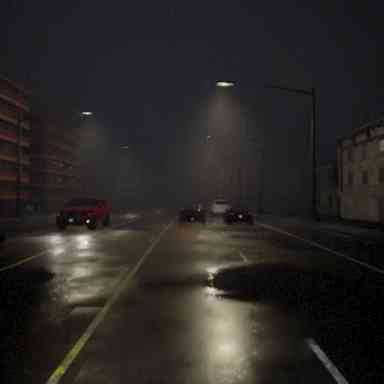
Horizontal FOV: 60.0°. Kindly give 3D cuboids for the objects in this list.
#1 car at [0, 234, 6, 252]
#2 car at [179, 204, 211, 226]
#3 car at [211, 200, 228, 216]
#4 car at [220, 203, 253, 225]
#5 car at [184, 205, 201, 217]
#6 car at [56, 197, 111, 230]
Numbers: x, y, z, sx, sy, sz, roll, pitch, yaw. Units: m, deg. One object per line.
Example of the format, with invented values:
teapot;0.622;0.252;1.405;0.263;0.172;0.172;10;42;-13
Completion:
car;-7.035;1.567;8.660;1.895;1.301;4.718;0;0;1
car;0.055;1.681;24.726;2.128;1.511;4.902;0;-1;0
car;3.591;2.072;42.622;2.150;2.045;5.566;0;-3;0
car;3.562;1.799;26.335;1.994;1.385;4.181;0;-2;0
car;0.089;2.413;42.506;1.994;1.385;4.181;0;-2;0
car;-7.009;1.350;22.108;2.150;2.045;5.566;0;-1;0
